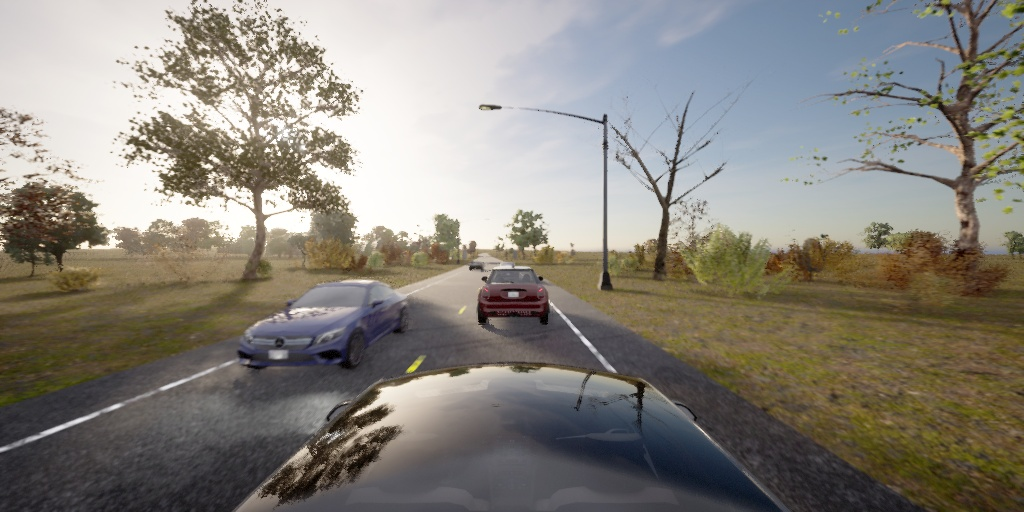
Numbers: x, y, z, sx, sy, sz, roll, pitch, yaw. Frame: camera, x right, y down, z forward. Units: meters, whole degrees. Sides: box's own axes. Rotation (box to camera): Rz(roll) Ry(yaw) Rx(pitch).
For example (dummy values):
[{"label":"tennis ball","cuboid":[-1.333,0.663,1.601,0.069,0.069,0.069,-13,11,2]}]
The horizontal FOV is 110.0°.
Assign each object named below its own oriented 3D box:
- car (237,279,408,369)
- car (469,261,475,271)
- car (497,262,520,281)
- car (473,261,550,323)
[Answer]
[{"label":"car","cuboid":[-3.653,1.276,7.914,1.812,1.442,4.674,0,0,0]},{"label":"car","cuboid":[-4.710,1.309,47.695,1.895,1.301,4.718,0,0,-3]},{"label":"car","cuboid":[-0.374,1.255,30.552,1.812,1.442,4.674,0,0,-2]},{"label":"car","cuboid":[0.018,1.098,12.188,2.097,1.767,4.553,0,0,-1]}]
